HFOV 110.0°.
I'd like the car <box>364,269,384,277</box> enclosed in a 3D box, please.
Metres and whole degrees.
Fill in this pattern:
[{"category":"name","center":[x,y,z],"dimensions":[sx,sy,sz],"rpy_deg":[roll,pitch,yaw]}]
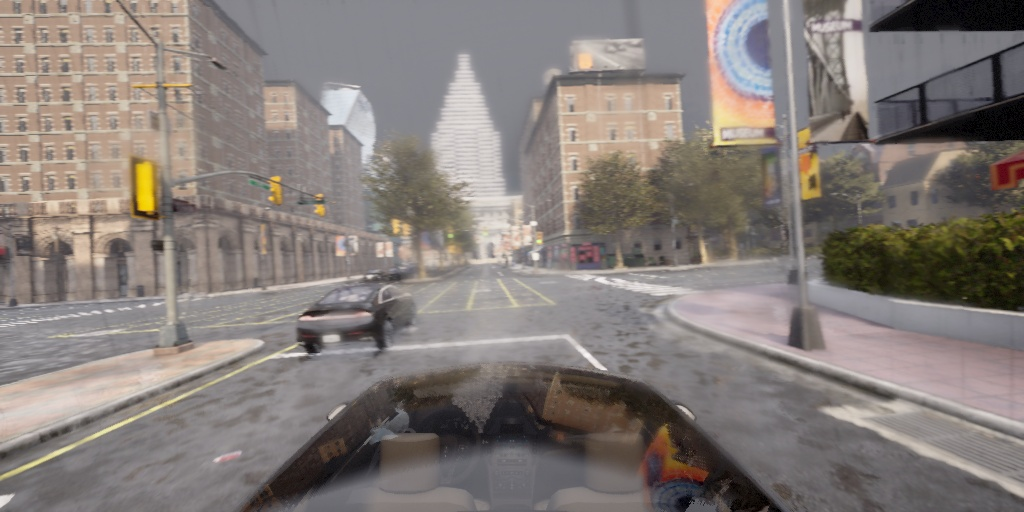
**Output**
[{"category":"car","center":[-18.470,2.557,48.479],"dimensions":[2.128,1.511,4.902],"rpy_deg":[-3,0,-4]}]

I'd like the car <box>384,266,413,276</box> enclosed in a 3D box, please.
[{"category":"car","center":[-14.881,2.459,47.298],"dimensions":[1.895,1.301,4.718],"rpy_deg":[-3,0,-4]}]

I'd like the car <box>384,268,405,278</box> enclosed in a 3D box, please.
[{"category":"car","center":[-19.166,2.715,58.770],"dimensions":[2.033,1.411,5.357],"rpy_deg":[-3,0,-4]}]

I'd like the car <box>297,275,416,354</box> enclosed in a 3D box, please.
[{"category":"car","center":[-3.925,1.509,9.825],"dimensions":[2.128,1.511,4.902],"rpy_deg":[-3,0,-4]}]

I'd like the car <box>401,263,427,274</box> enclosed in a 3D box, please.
[{"category":"car","center":[-15.564,2.177,56.928],"dimensions":[2.150,2.045,5.566],"rpy_deg":[-3,0,-4]}]
